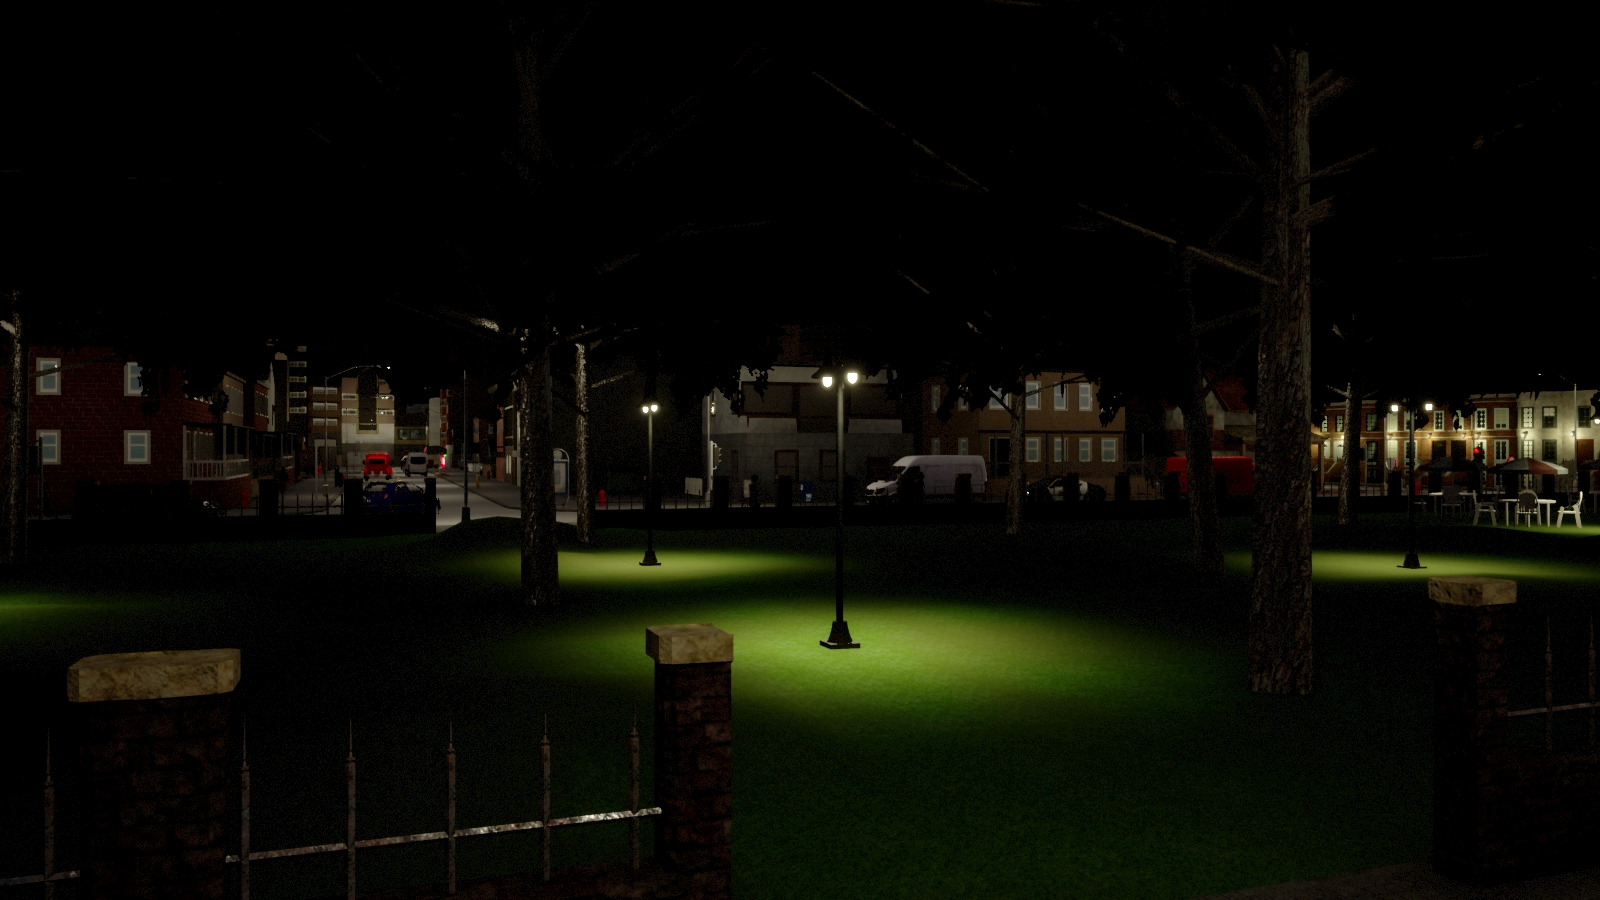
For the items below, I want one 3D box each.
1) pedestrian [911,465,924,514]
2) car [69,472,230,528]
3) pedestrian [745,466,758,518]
[{"bbox_3d":[4.507,1.525,43.784,0.375,1.860,0.375,0,0,-18],"label":"pedestrian"},{"bbox_3d":[-22.416,1.685,39.571,4.553,1.767,2.097,0,0,-20],"label":"car"},{"bbox_3d":[-1.763,1.525,41.474,0.375,1.860,0.375,0,0,-20],"label":"pedestrian"}]
